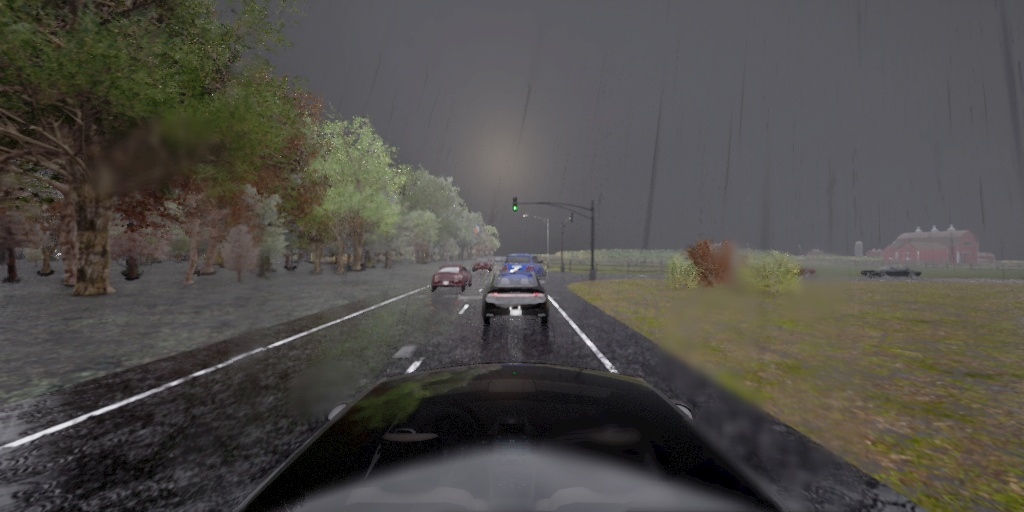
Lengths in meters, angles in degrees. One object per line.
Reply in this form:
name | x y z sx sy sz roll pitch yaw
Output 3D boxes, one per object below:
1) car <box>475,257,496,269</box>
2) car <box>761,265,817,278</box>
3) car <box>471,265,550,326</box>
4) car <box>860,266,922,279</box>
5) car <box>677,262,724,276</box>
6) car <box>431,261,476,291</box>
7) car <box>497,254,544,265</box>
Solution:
car | -3.417 0.921 43.084 2.097 1.767 4.553 0 0 0
car | 28.692 1.559 37.355 4.718 1.301 1.895 1 -1 0
car | 0.097 1.200 11.493 2.128 1.511 4.902 0 0 0
car | 39.295 1.675 37.305 4.718 1.301 1.895 1 -1 0
car | 19.371 1.361 37.396 4.892 1.490 1.837 1 -1 0
car | -3.403 1.194 20.734 1.812 1.442 4.674 0 0 0
car | 0.891 0.875 24.709 2.150 2.045 5.566 -1 0 13
